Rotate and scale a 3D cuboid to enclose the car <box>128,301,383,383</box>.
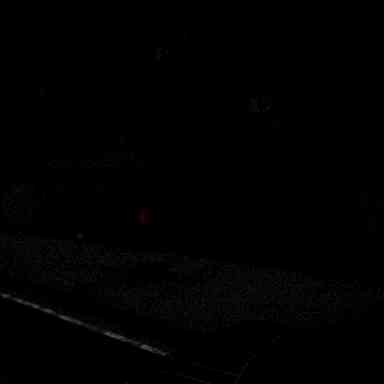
[{"bbox_3d":[1.309,1.440,1.876,4.097,1.590,1.967,0,0,36],"label":"car"}]
